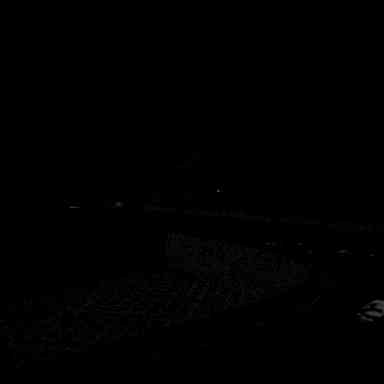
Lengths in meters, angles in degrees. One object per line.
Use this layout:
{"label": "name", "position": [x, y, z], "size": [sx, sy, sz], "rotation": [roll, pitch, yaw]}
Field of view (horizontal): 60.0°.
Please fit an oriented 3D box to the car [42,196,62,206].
{"label": "car", "position": [-19.548, 1.275, 46.259], "size": [1.837, 1.490, 4.892], "rotation": [-3, 2, -36]}
